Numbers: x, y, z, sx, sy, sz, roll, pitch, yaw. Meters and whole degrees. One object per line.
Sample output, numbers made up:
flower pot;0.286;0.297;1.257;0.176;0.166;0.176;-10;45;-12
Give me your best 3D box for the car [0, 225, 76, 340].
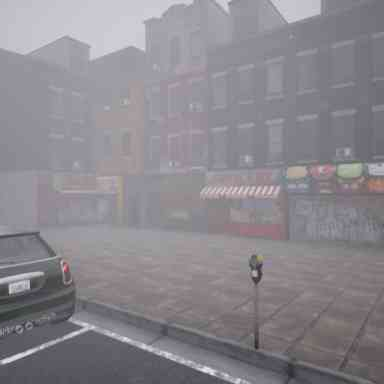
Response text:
car;-4.152;1.349;5.904;4.553;1.767;2.097;0;0;35
